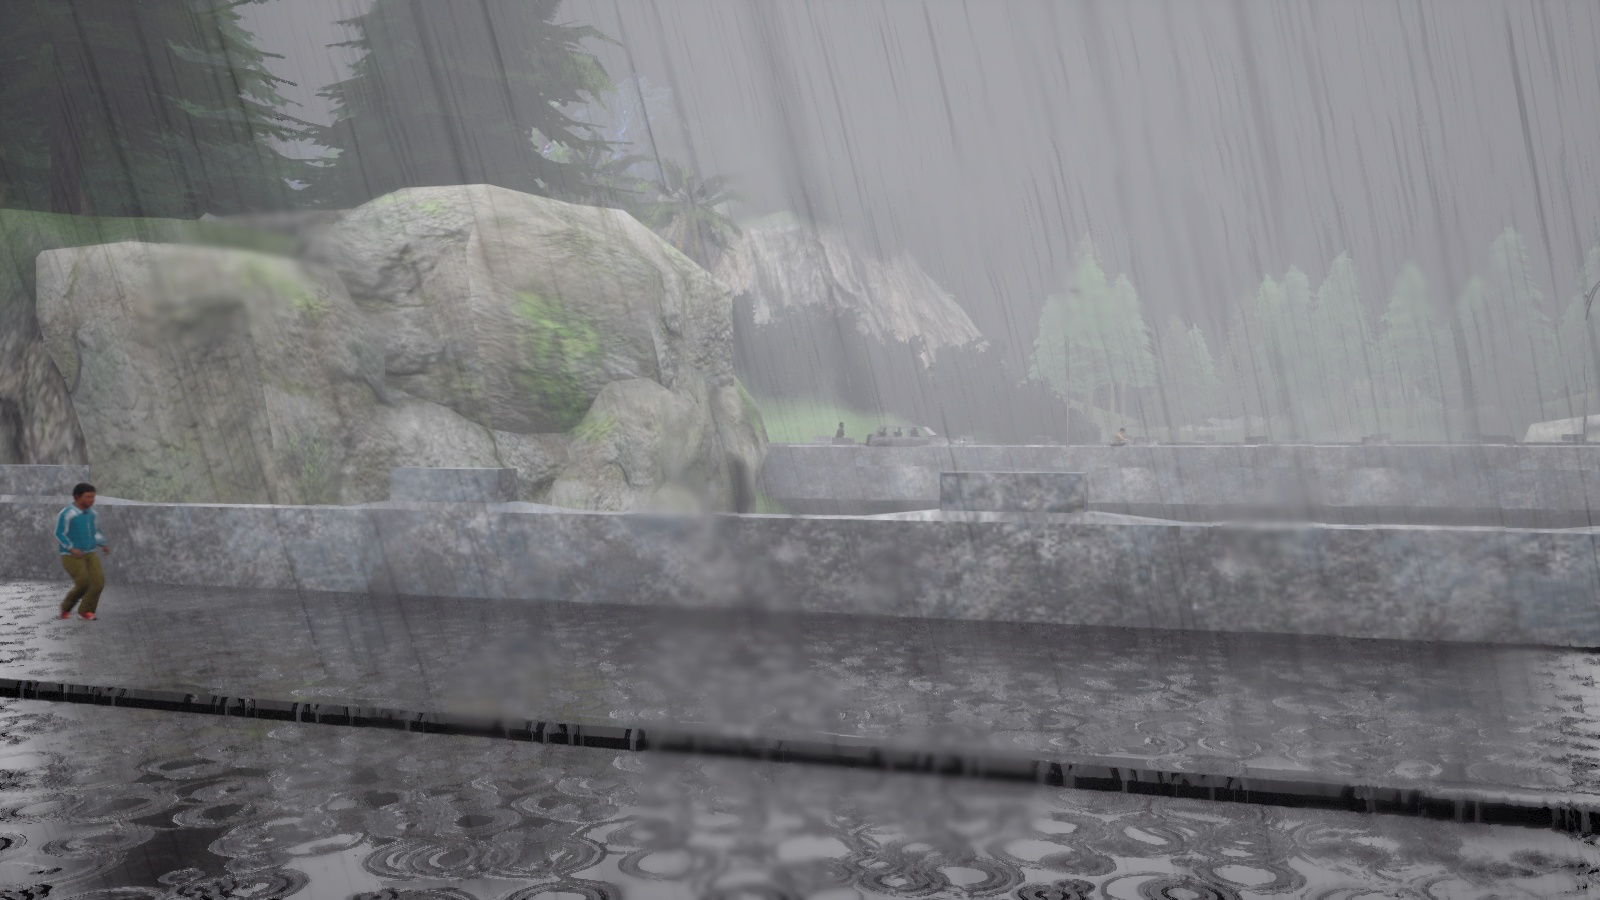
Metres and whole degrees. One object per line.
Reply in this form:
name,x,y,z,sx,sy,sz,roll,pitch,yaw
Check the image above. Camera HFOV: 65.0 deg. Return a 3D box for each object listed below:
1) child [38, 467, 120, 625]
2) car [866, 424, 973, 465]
child,-5.644,0.738,9.832,0.448,1.192,0.343,1,1,20
car,5.571,-0.269,58.283,4.605,1.855,1.932,1,1,19
